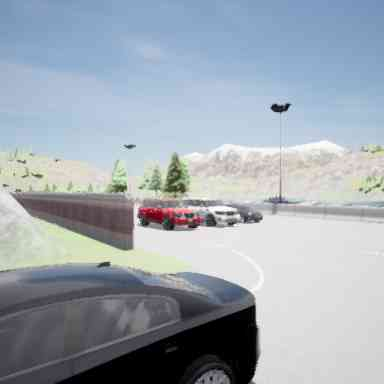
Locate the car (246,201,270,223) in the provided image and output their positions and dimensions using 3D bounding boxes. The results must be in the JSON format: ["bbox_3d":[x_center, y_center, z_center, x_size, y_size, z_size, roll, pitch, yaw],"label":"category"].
[{"bbox_3d":[3.685,1.701,27.254,1.837,1.490,4.892,0,0,-35],"label":"car"}]

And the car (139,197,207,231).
[{"bbox_3d":[-1.672,1.419,22.704,2.150,2.045,5.566,0,0,-35],"label":"car"}]

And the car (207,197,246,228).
[{"bbox_3d":[1.114,1.418,24.828,2.150,2.045,5.566,0,0,-35],"label":"car"}]

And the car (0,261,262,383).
[{"bbox_3d":[-1.552,1.475,2.910,5.008,1.535,1.882,0,0,-37],"label":"car"}]

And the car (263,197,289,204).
[{"bbox_3d":[13.842,1.546,55.675,2.097,1.767,4.553,0,0,-35],"label":"car"}]
